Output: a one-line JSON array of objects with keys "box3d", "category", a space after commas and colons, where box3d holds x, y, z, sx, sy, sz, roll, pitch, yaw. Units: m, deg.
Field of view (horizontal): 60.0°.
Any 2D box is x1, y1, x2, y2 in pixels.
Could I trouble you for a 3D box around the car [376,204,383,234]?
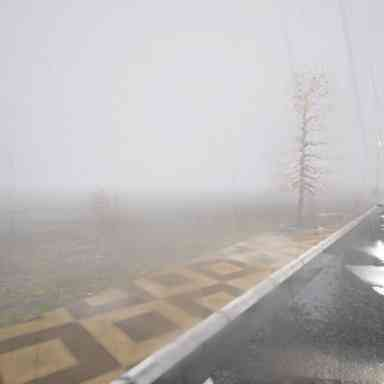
[{"box3d": [9.006, 0.885, 13.963, 2.128, 1.511, 4.902, 3, 4, 34], "category": "car"}]
